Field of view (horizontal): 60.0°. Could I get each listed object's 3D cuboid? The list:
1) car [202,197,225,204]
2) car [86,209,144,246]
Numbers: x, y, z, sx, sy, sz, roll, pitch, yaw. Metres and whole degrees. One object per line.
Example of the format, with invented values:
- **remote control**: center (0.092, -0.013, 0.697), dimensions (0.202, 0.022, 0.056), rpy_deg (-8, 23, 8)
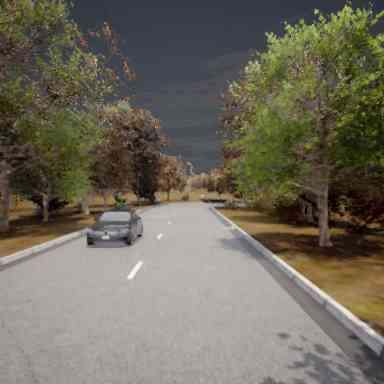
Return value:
- **car**: center (4.062, 1.514, 60.000), dimensions (4.718, 1.301, 1.895), rpy_deg (0, 2, -27)
- **car**: center (-3.354, 1.521, 15.263), dimensions (1.812, 1.442, 4.674), rpy_deg (0, 0, 0)
